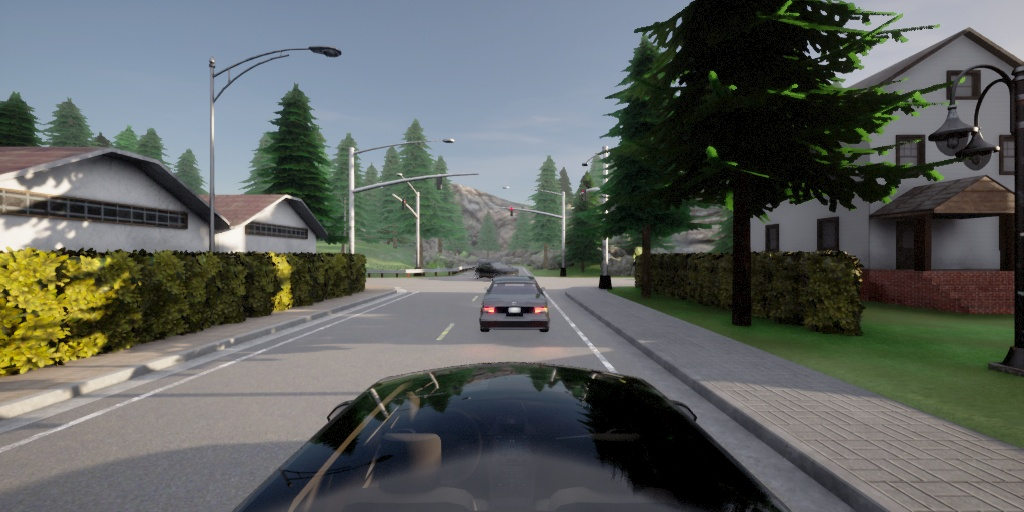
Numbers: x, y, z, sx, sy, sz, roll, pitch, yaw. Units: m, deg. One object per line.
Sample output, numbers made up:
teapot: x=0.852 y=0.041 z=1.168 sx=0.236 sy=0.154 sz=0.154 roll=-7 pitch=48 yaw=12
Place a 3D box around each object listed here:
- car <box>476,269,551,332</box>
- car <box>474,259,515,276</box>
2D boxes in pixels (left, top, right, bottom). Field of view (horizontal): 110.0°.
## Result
car: x=0.077 y=1.297 z=10.807 sx=2.033 sy=1.411 sz=5.357 roll=0 pitch=0 yaw=0
car: x=-1.343 y=1.218 z=29.466 sx=1.882 sy=1.535 sz=5.008 roll=-1 pitch=0 yaw=-33
